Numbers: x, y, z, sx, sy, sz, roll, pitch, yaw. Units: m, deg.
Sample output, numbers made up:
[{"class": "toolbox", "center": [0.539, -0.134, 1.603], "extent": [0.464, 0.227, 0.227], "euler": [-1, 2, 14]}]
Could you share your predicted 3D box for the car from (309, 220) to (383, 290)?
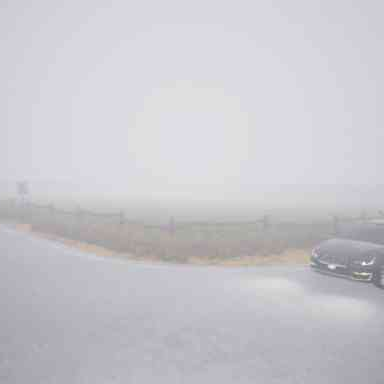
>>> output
[{"class": "car", "center": [5.347, 1.593, 9.492], "extent": [4.892, 1.490, 1.837], "euler": [1, 0, -36]}]
